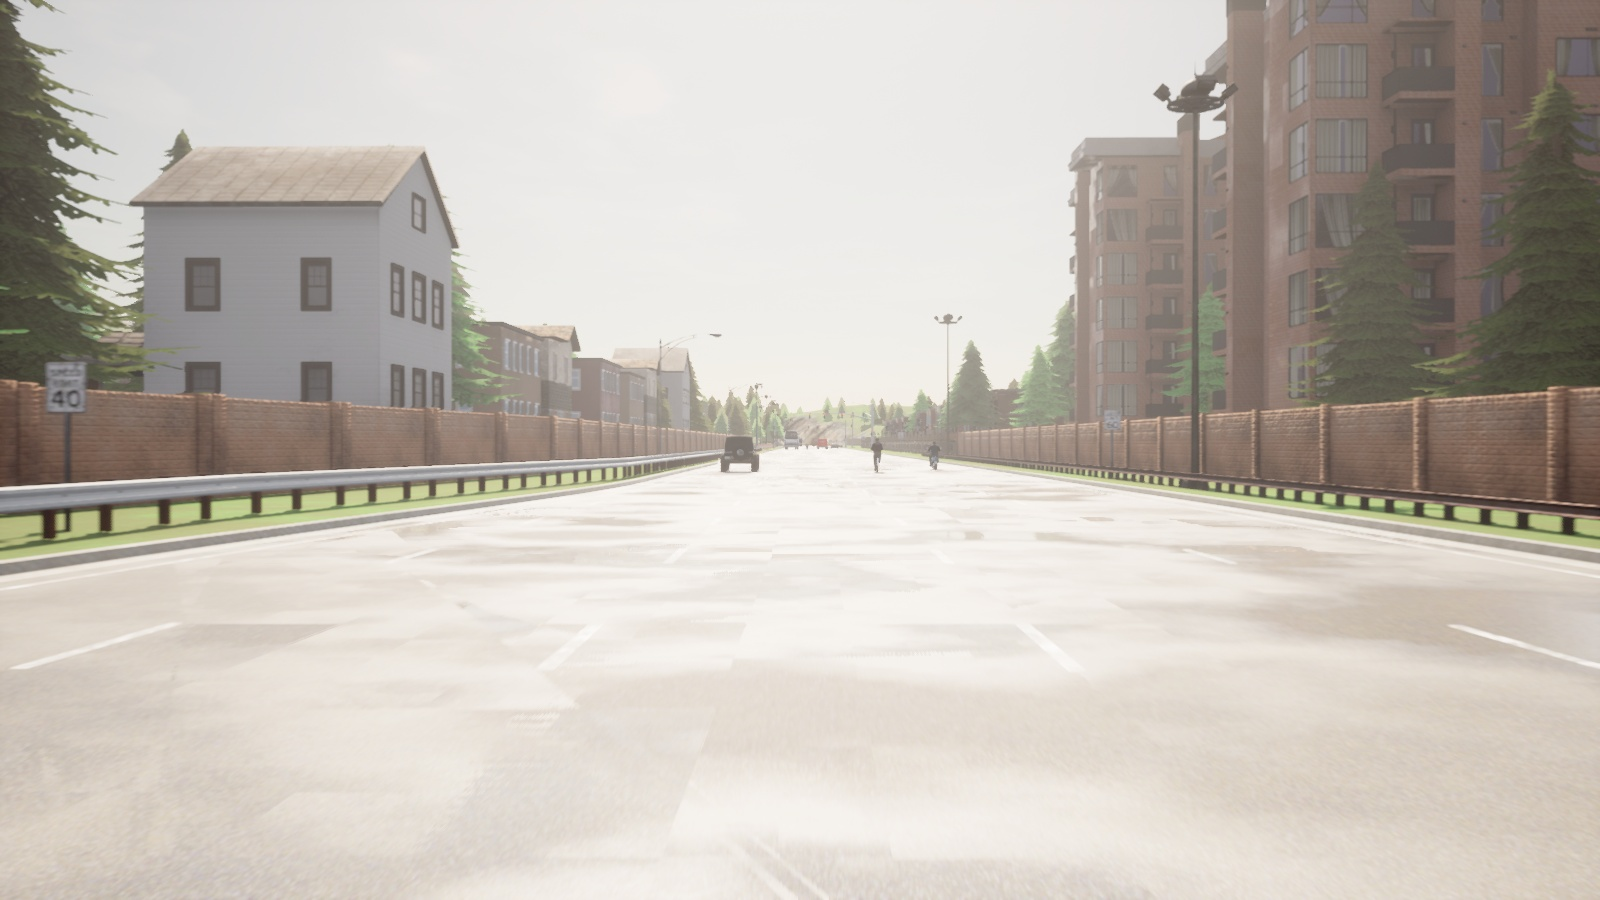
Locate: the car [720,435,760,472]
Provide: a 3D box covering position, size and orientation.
[{"bbox_3d":[-3.112,0.166,65.523,1.905,1.878,3.866,0,0,0],"label":"car"}]
